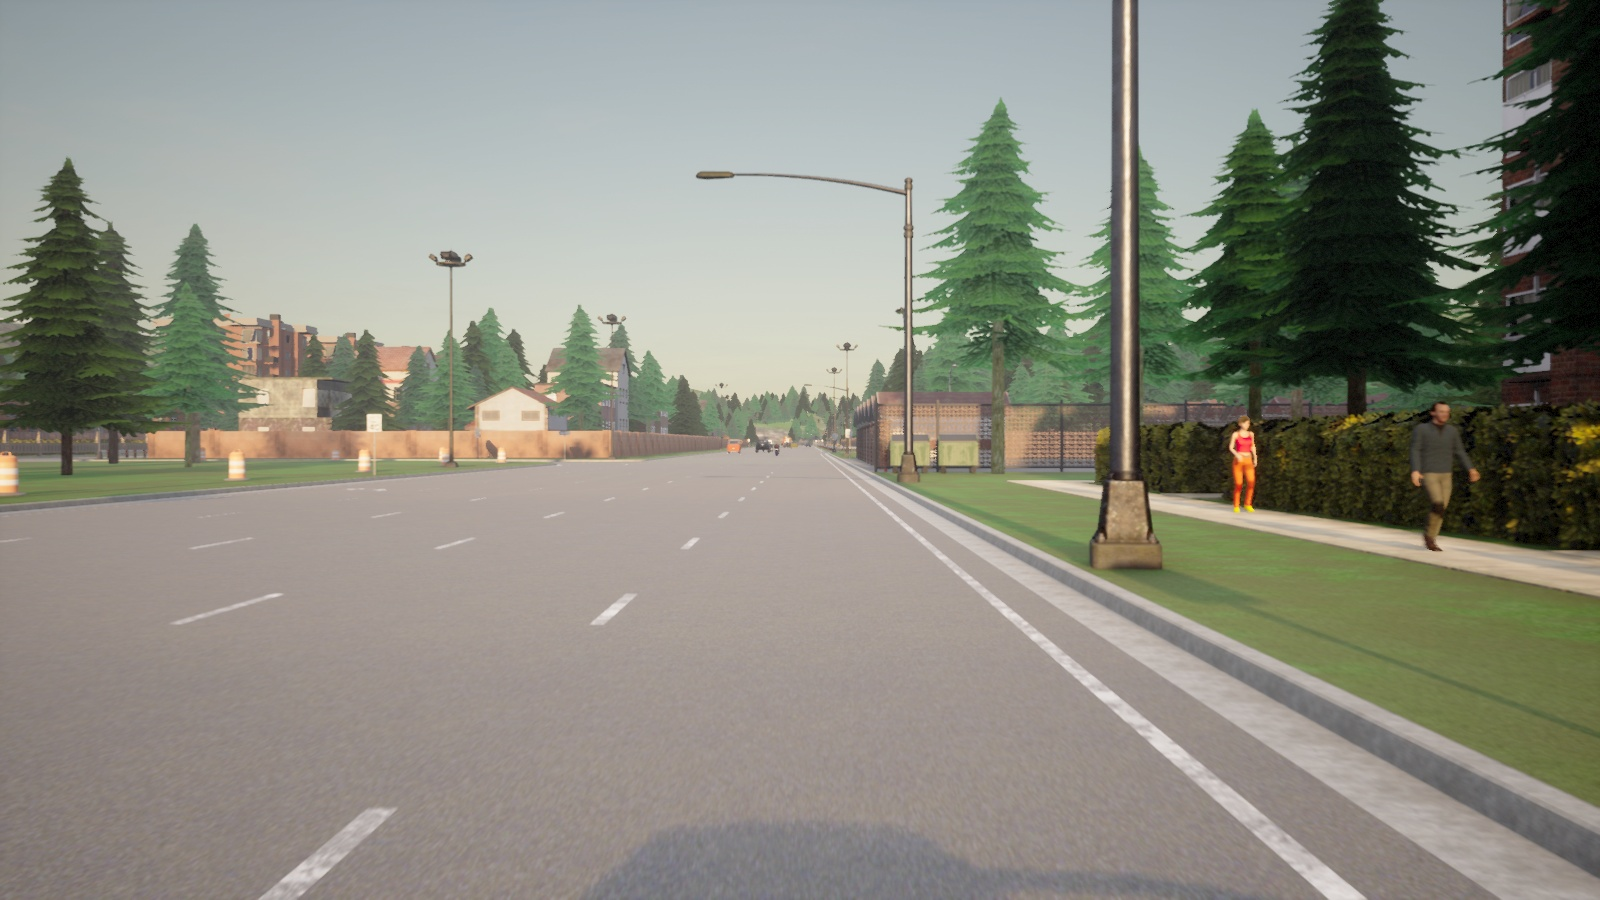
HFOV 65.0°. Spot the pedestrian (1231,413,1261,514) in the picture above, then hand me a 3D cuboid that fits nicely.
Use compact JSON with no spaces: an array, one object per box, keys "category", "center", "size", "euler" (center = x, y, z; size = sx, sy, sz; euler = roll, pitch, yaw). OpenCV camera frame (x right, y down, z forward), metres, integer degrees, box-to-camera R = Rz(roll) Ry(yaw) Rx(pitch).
[{"category":"pedestrian","center":[8.230,0.252,23.166],"size":[0.345,1.836,0.594],"euler":[0,0,0]}]

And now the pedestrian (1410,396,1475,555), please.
[{"category":"pedestrian","center":[7.622,0.298,14.914],"size":[0.402,1.842,0.726],"euler":[0,0,1]}]
